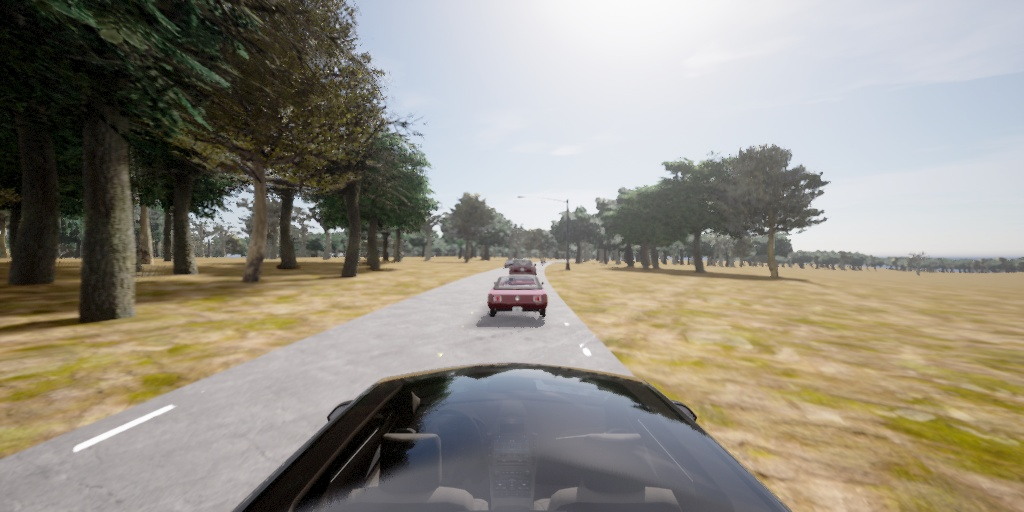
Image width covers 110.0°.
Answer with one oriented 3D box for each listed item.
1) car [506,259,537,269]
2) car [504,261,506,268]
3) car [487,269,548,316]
[{"bbox_3d":[0.924,1.022,29.185,2.097,1.767,4.553,0,0,4],"label":"car"},{"bbox_3d":[-0.049,1.218,55.096,1.994,1.385,4.181,0,0,7],"label":"car"},{"bbox_3d":[0.240,1.318,13.081,1.895,1.301,4.718,0,0,2],"label":"car"}]
